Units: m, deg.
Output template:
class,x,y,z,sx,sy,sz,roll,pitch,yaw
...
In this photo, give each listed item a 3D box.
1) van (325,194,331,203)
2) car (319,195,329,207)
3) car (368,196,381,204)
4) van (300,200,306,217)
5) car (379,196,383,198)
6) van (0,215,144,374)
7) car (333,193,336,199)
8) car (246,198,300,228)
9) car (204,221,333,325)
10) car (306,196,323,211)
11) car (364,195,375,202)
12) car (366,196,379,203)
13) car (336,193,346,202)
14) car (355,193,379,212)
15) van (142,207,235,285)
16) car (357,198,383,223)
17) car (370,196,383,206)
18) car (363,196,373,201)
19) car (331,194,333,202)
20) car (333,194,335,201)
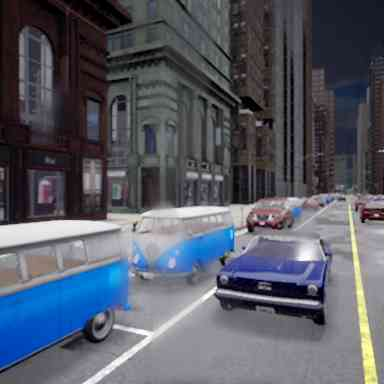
class,x,y,z,sx,sy,sz,roll,pitch,yaw
van,23.812,1.338,60.350,1.690,1.788,3.998,0,0,25
car,19.034,1.559,50.139,1.947,1.339,4.313,0,0,25
car,34.000,1.517,62.007,1.752,1.417,4.829,0,0,25
van,7.089,1.332,24.612,1.690,1.788,3.998,0,0,25
car,24.444,1.510,41.586,1.752,1.417,4.829,0,0,25
van,-2.466,1.343,4.192,1.690,1.788,3.998,0,0,25
car,30.978,1.317,75.666,2.192,1.841,5.009,0,0,25
car,4.700,1.308,19.507,2.192,1.841,5.009,0,0,25
car,2.083,1.597,7.400,1.895,1.301,4.718,0,0,24
car,14.257,1.535,39.928,1.887,1.381,4.507,0,0,25
car,41.094,1.438,77.167,1.967,1.590,4.097,0,0,25
car,36.317,1.544,66.958,2.008,1.369,4.403,0,0,25
car,35.183,1.602,78.122,1.895,1.301,4.718,0,0,25
car,20.209,1.338,38.852,2.097,1.767,4.553,0,0,25
van,-0.077,1.339,9.297,1.690,1.788,3.998,0,0,25
car,13.832,1.463,25.216,1.882,1.535,5.008,0,0,25
car,31.539,1.430,56.748,1.967,1.590,4.097,0,0,25
car,43.483,1.566,82.273,1.947,1.339,4.313,0,0,25
car,26.202,1.564,65.455,1.947,1.339,4.313,0,0,25
car,28.591,1.566,70.561,1.947,1.339,4.313,0,0,25
